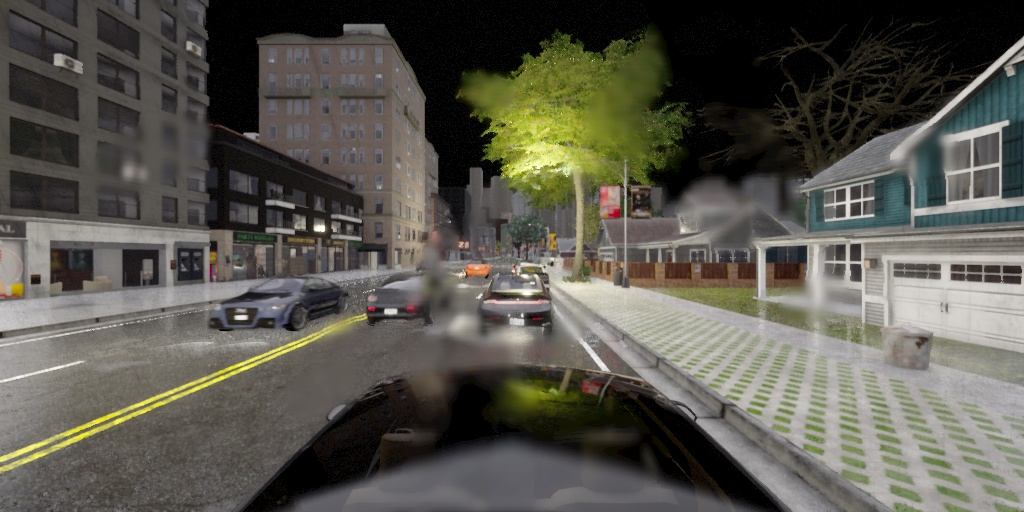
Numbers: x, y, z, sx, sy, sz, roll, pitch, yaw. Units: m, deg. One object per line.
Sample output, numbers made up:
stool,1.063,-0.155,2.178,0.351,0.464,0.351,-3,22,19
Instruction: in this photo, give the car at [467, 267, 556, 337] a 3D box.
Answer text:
car,0.122,1.237,10.278,2.128,1.511,4.902,0,0,0

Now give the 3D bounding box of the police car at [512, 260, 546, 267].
police car,1.027,1.162,20.528,1.930,1.638,5.238,0,0,0

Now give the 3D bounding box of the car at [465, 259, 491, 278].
car,-3.062,1.074,33.429,2.097,1.767,4.553,0,0,0

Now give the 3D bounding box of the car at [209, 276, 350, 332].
car,-6.576,1.309,10.697,1.994,1.385,4.181,0,0,0

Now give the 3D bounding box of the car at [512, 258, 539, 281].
car,1.054,1.076,30.388,2.097,1.767,4.553,0,0,0

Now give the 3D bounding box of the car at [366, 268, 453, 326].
car,-3.123,1.270,11.569,1.812,1.442,4.674,0,0,0

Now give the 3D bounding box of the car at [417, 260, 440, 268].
car,-9.738,1.217,42.004,1.837,1.490,4.892,0,0,0
